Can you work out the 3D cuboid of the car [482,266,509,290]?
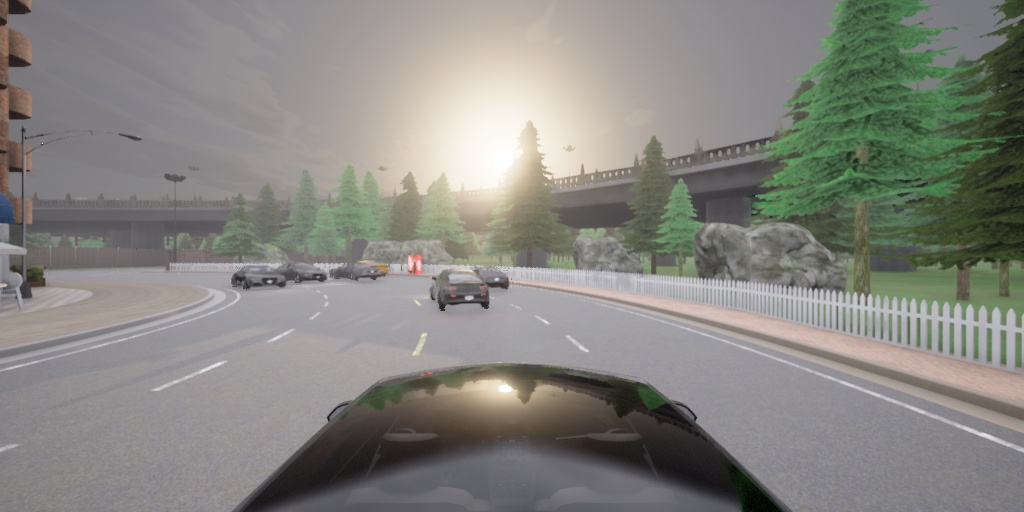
[{"bbox_3d":[-1.871,1.283,21.759,1.994,1.385,4.181,0,0,-30],"label":"car"}]

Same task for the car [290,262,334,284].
[{"bbox_3d":[-15.517,1.217,26.326,4.892,1.490,1.837,0,-1,34],"label":"car"}]

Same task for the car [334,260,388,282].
[{"bbox_3d":[-12.699,1.255,28.938,5.357,1.411,2.033,0,0,37],"label":"car"}]

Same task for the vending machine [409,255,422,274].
[{"bbox_3d":[-9.719,0.892,36.017,0.880,2.100,1.100,0,0,34],"label":"vending machine"}]

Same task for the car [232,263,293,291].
[{"bbox_3d":[-15.377,1.283,21.786,4.181,1.385,1.994,0,0,40],"label":"car"}]

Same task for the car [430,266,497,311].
[{"bbox_3d":[-2.190,1.256,14.469,1.812,1.442,4.674,0,0,-18],"label":"car"}]
